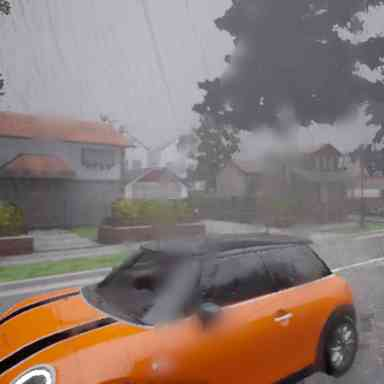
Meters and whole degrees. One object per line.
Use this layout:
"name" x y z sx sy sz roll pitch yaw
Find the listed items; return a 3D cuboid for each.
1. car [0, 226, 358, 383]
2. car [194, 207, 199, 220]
"car" -0.062 1.373 3.950 4.553 1.767 2.097 0 0 -36
"car" -1.186 1.288 23.856 1.970 1.475 3.806 0 0 -35
